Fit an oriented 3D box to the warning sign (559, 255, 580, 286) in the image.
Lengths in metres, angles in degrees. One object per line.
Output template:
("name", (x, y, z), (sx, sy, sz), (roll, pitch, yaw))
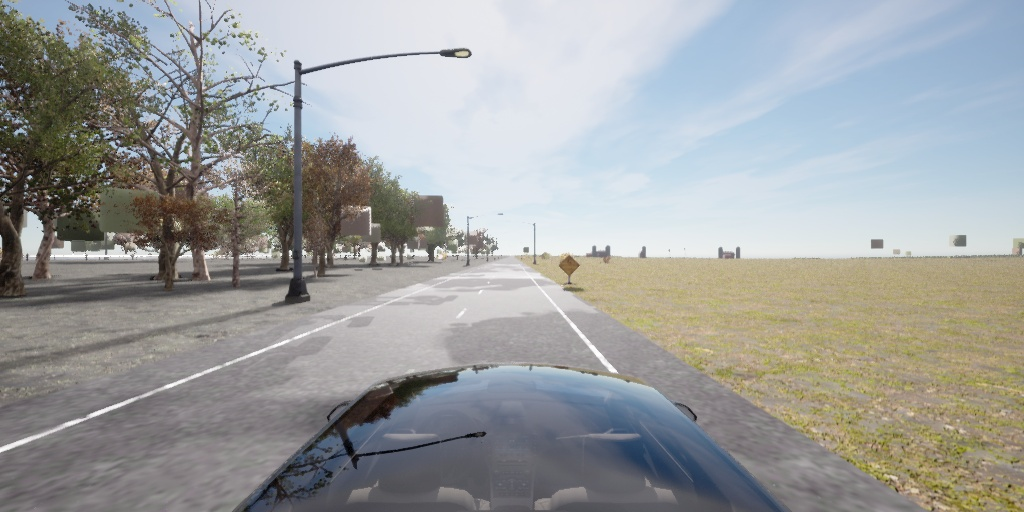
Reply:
("warning sign", (3.550, 0.868, 22.164), (1.300, 1.860, 1.060), (0, 0, 0))
